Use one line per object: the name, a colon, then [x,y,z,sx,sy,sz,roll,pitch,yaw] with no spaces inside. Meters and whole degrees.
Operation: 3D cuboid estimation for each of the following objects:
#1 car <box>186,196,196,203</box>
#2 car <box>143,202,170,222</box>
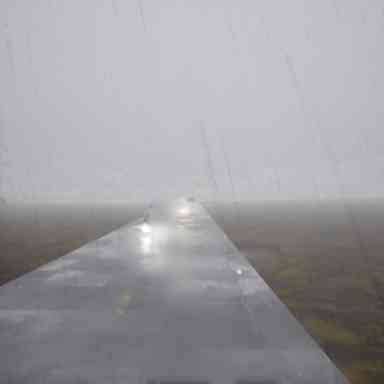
car: [-0.206,1.543,71.271,1.837,1.490,4.892,0,0,0]
car: [-2.838,1.627,27.599,2.128,1.511,4.902,0,0,0]
